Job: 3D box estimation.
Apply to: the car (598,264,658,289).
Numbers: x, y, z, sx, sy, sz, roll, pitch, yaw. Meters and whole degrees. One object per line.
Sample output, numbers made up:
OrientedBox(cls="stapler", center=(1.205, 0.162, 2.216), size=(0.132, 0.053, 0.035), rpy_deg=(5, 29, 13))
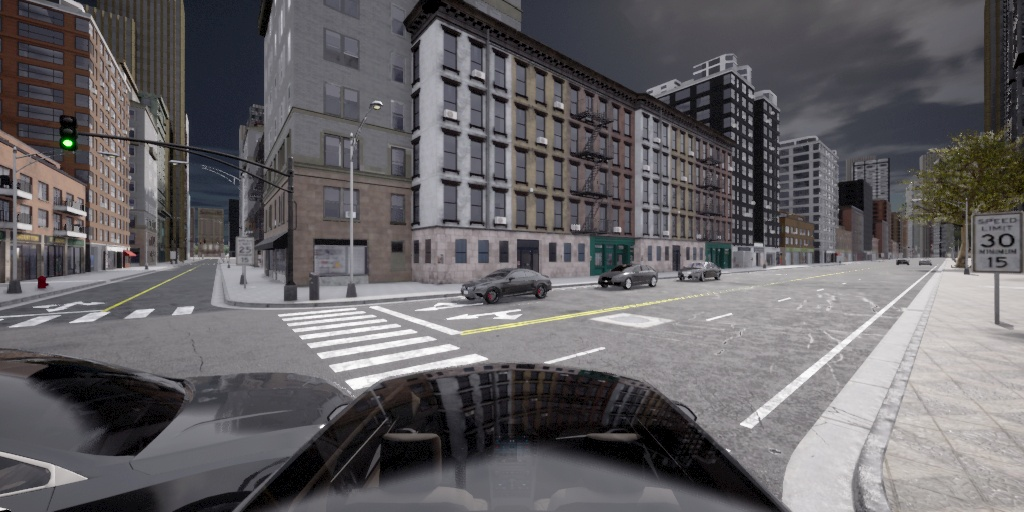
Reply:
OrientedBox(cls="car", center=(7.497, 1.257, 22.953), size=(4.892, 1.490, 1.837), rpy_deg=(0, 0, -39))

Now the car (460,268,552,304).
OrientedBox(cls="car", center=(-0.152, 1.286, 16.676), size=(4.674, 1.442, 1.812), rpy_deg=(0, 0, -39))

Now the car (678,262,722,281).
OrientedBox(cls="car", center=(15.463, 1.234, 29.477), size=(4.902, 1.511, 2.128), rpy_deg=(0, 0, -39))

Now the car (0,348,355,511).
OrientedBox(cls="car", center=(-3.234, 1.257, 1.683), size=(4.892, 1.490, 1.837), rpy_deg=(0, 0, -35))
